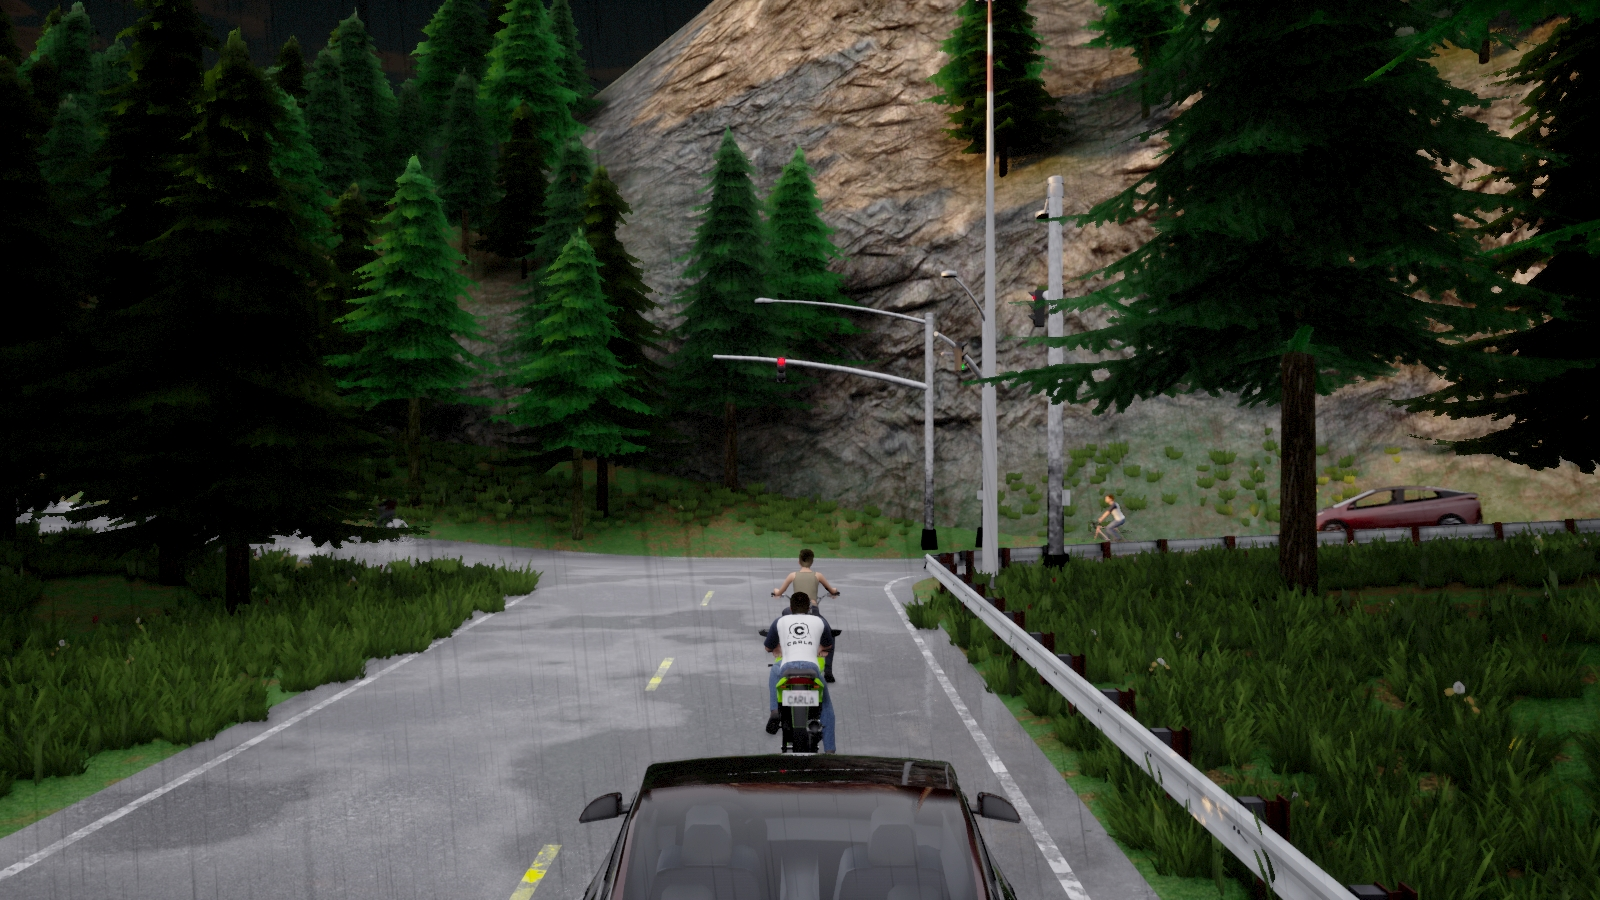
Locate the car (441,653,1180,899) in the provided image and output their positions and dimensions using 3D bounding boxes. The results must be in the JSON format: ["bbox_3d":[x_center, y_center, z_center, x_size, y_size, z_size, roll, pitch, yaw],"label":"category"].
[{"bbox_3d":[0.029,2.063,5.012,2.163,1.488,4.792,0,0,0],"label":"car"}]

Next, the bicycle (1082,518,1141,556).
[{"bbox_3d":[9.393,2.634,34.487,1.643,1.024,0.373,-5,-1,16],"label":"bicycle"}]

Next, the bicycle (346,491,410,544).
[{"bbox_3d":[-13.169,2.108,35.680,1.835,1.471,0.329,5,1,8],"label":"bicycle"}]

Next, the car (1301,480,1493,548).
[{"bbox_3d":[16.530,1.785,31.920,4.514,1.525,2.007,-5,-2,23],"label":"car"}]

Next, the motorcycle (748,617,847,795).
[{"bbox_3d":[-0.020,2.213,10.238,0.803,1.145,2.033,0,0,0],"label":"motorcycle"}]
